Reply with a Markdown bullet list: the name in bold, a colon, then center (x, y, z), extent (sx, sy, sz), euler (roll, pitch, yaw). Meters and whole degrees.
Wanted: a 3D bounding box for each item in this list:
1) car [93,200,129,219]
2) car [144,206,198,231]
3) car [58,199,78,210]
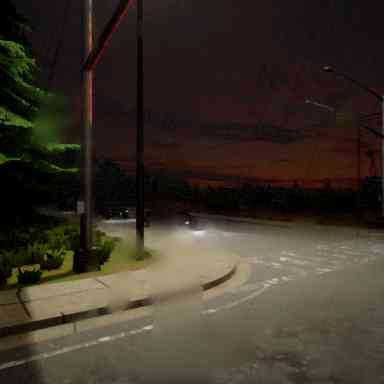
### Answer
- **car**: center (-7.192, 1.531, 29.199), extent (1.837, 1.490, 4.892), euler (0, 0, -34)
- **car**: center (-1.405, 1.591, 20.710), extent (1.994, 1.385, 4.181), euler (0, 0, -34)
- **car**: center (-14.867, 1.504, 40.489), extent (1.882, 1.535, 5.008), euler (0, 0, -34)
